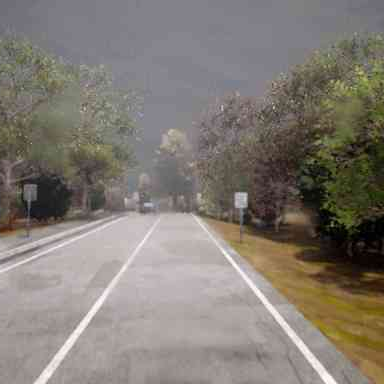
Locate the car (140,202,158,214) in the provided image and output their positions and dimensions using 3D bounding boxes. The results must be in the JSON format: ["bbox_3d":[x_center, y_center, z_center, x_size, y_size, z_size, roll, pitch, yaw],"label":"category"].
[{"bbox_3d":[-5.378,2.036,41.832,1.812,1.442,4.674,0,-2,-2],"label":"car"}]
